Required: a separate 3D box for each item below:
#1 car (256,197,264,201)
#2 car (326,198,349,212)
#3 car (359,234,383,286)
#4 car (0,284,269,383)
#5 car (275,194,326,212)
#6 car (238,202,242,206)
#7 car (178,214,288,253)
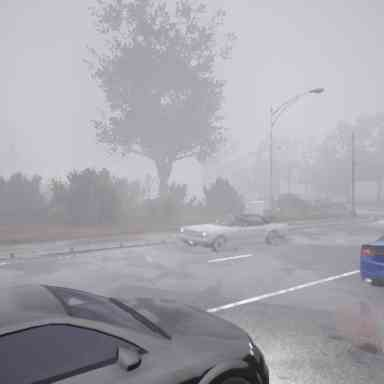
[{"bbox_3d":[11.297,1.492,47.933,1.837,1.490,4.892,0,1,-33],"label":"car"},{"bbox_3d":[16.392,1.490,39.989,2.128,1.511,4.902,0,0,-33],"label":"car"},{"bbox_3d":[6.092,1.477,8.137,5.008,1.535,1.882,0,0,-36],"label":"car"},{"bbox_3d":[-1.282,1.564,2.834,4.181,1.385,1.994,0,0,-36],"label":"car"},{"bbox_3d":[12.523,1.220,39.576,2.150,2.045,5.566,0,0,-31],"label":"car"},{"bbox_3d":[5.672,1.581,50.201,1.895,1.301,4.718,0,0,-33],"label":"car"},{"bbox_3d":[1.774,1.600,13.868,4.718,1.301,1.895,0,0,-35],"label":"car"}]
